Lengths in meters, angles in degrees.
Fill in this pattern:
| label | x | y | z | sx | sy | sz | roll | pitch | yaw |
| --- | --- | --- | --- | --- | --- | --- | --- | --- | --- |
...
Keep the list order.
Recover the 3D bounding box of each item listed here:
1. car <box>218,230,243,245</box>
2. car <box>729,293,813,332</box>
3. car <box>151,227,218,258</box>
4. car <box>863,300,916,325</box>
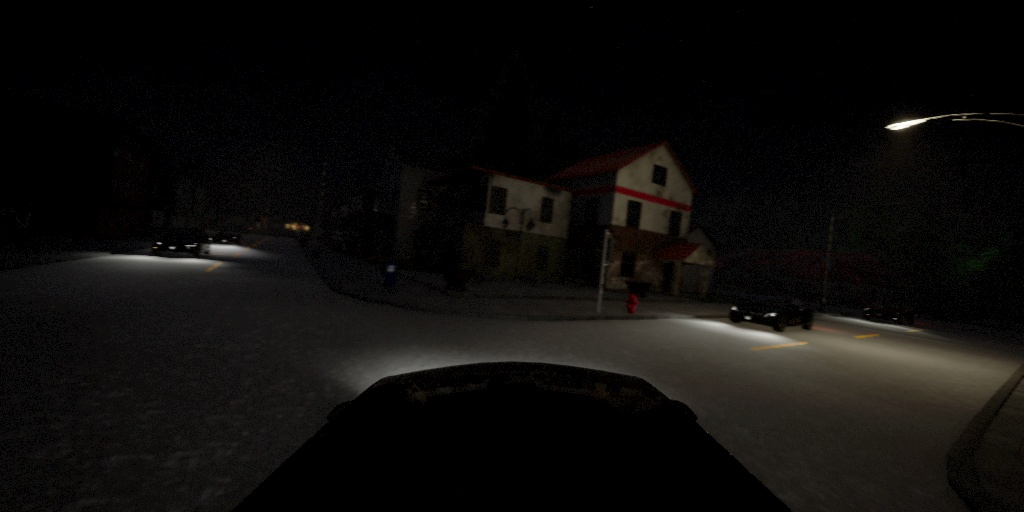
| label | x | y | z | sx | sy | sz | roll | pitch | yaw |
| --- | --- | --- | --- | --- | --- | --- | --- | --- | --- |
| car | -27.565 | -1.829 | 34.890 | 1.895 | 1.301 | 4.718 | 6 | 1 | -31 |
| car | 11.468 | 2.373 | 15.693 | 4.674 | 1.442 | 1.812 | 5 | 1 | -33 |
| car | -18.065 | -0.802 | 19.806 | 1.837 | 1.490 | 4.892 | 6 | 1 | -32 |
| car | 26.784 | 3.867 | 25.389 | 5.008 | 1.535 | 1.882 | 6 | 1 | -32 |
